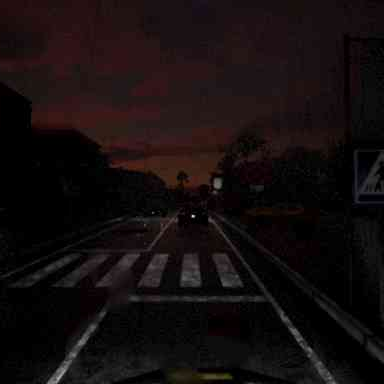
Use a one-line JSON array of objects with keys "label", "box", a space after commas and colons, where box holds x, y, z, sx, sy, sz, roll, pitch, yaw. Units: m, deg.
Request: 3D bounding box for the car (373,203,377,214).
[{"label": "car", "box": [18.702, 1.516, 27.977, 5.366, 1.575, 1.946, 0, -1, 0]}]

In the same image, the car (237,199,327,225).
[{"label": "car", "box": [6.100, 1.453, 23.074, 5.366, 1.575, 1.946, 0, -1, 0]}]

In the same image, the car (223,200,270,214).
[{"label": "car", "box": [6.154, 1.718, 38.136, 5.008, 1.535, 2.097, 0, -1, -1]}]

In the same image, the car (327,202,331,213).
[{"label": "car", "box": [18.378, 1.493, 39.157, 5.566, 2.045, 2.435, 0, -1, -1]}]

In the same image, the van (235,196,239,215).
[{"label": "van", "box": [6.356, 1.309, 29.034, 4.442, 1.987, 1.878, 0, -1, 0]}]

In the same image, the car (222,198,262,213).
[{"label": "car", "box": [6.143, 1.666, 41.174, 4.553, 1.767, 2.185, 0, -1, -1]}]

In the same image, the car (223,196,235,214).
[{"label": "car", "box": [6.214, 1.397, 35.225, 5.566, 2.045, 2.435, 0, -1, -1]}]

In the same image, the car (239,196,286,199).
[{"label": "car", "box": [6.294, 1.363, 25.995, 4.553, 1.767, 2.185, 0, -1, 0]}]

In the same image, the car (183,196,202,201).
[{"label": "car", "box": [0.032, 1.585, 40.907, 2.150, 2.045, 5.566, 0, -2, 0]}]

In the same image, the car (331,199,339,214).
[{"label": "car", "box": [18.432, 1.681, 36.483, 4.892, 1.521, 2.231, 0, -1, -1]}]

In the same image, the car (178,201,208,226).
[{"label": "car", "box": [0.076, 1.544, 23.211, 1.994, 1.385, 4.181, 0, -1, 0]}]

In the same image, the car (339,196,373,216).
[{"label": "car", "box": [18.444, 1.366, 33.697, 5.566, 2.045, 2.435, 0, -1, -1]}]

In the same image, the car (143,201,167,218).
[{"label": "car", "box": [-3.390, 1.607, 31.069, 1.837, 1.490, 4.892, 0, -1, 0]}]
